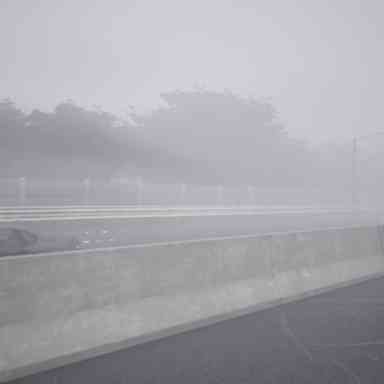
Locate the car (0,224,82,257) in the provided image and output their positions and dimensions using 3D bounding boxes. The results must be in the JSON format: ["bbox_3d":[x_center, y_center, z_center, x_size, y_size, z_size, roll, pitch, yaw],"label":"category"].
[{"bbox_3d":[-5.609,1.554,8.597,5.357,1.411,2.033,1,0,-36],"label":"car"}]
